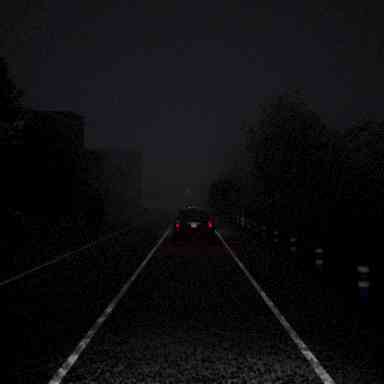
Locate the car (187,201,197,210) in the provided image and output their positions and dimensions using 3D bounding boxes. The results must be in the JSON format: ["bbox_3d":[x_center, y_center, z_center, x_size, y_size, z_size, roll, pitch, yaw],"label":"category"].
[{"bbox_3d":[-0.066,3.029,75.947,2.097,1.767,4.553,0,-1,-1],"label":"car"}]

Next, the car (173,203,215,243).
[{"bbox_3d":[0.089,1.685,18.108,2.097,1.767,4.553,0,-1,0],"label":"car"}]

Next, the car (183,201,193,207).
[{"bbox_3d":[-1.199,3.328,91.558,1.895,1.301,4.718,-1,0,-11],"label":"car"}]
